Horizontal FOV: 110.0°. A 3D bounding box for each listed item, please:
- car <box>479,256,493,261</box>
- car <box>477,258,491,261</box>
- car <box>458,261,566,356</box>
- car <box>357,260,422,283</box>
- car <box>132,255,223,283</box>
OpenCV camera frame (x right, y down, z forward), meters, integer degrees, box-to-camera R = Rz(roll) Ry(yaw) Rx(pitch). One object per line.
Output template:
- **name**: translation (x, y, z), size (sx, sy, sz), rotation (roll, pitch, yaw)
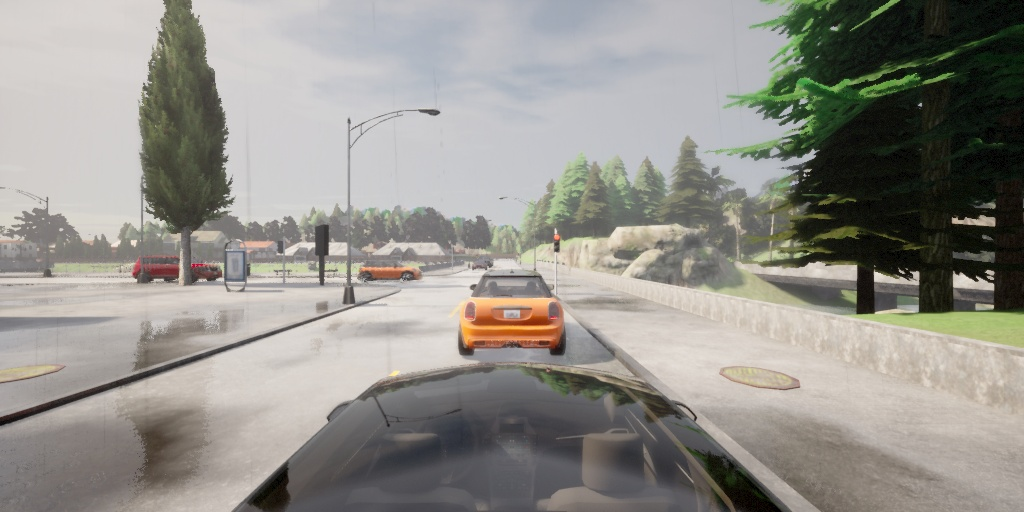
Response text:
- **car**: translation (-4.612, 0.971, 60.808), size (2.150, 2.045, 5.566), rotation (0, 0, 0)
- **car**: translation (-4.541, 1.314, 51.212), size (1.994, 1.385, 4.181), rotation (0, 0, 0)
- **car**: translation (-0.001, 1.102, 8.805), size (2.097, 1.767, 4.553), rotation (0, 0, 0)
- **car**: translation (-9.286, 1.100, 27.535), size (4.553, 1.767, 2.097), rotation (0, 0, -7)
- **car**: translation (-25.084, 0.972, 26.988), size (5.566, 2.045, 2.150), rotation (0, 0, 0)
